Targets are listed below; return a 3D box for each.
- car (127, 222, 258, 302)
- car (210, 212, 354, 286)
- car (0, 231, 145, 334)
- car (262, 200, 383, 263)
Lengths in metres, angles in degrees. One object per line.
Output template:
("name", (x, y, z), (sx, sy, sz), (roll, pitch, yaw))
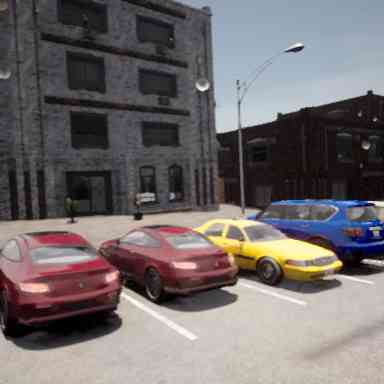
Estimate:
("car", (-0.824, 1.546, 8.412), (2.002, 1.452, 4.674), (0, 0, -35))
("car", (1.657, 1.521, 9.956), (1.946, 1.575, 5.366), (0, 0, -35))
("car", (-2.995, 1.529, 6.863), (2.002, 1.452, 4.674), (0, 0, -35))
("car", (3.704, 1.290, 11.679), (2.435, 2.045, 5.566), (0, 0, -35))
